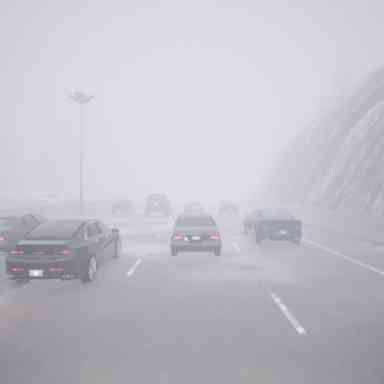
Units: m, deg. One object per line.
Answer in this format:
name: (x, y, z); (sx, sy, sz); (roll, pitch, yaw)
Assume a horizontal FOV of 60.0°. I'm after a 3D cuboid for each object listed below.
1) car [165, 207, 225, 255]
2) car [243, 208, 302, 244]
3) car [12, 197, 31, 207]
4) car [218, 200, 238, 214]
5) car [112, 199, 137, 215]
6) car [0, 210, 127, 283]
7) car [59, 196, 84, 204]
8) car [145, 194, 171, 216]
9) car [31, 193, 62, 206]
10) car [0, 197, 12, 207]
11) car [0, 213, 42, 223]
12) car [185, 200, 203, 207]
car: (0.141, 1.543, 13.303); (2.033, 1.411, 5.357); (0, 0, 0)
car: (3.650, 1.472, 15.835); (1.882, 1.535, 5.008); (0, 0, 0)
car: (-24.364, 1.506, 49.824); (1.812, 1.442, 4.674); (0, 0, 1)
car: (3.698, 1.514, 34.657); (1.812, 1.442, 4.674); (0, 0, 0)
car: (-6.791, 1.493, 33.716); (1.837, 1.490, 4.892); (0, 0, 0)
car: (-3.372, 1.502, 9.649); (1.837, 1.490, 4.892); (0, 0, 0)
car: (-17.375, 1.546, 49.047); (1.994, 1.385, 4.181); (0, 0, 1)
car: (-3.294, 1.210, 32.757); (2.150, 2.045, 5.566); (0, 0, 0)
car: (-20.889, 1.203, 49.076); (2.150, 2.045, 5.566); (0, 0, 1)
car: (-27.857, 1.472, 50.185); (2.128, 1.511, 4.902); (0, 0, 1)
car: (-6.858, 1.542, 13.249); (2.033, 1.411, 5.357); (0, 0, 0)
car: (0.210, 1.552, 34.163); (1.994, 1.385, 4.181); (0, 0, 0)
